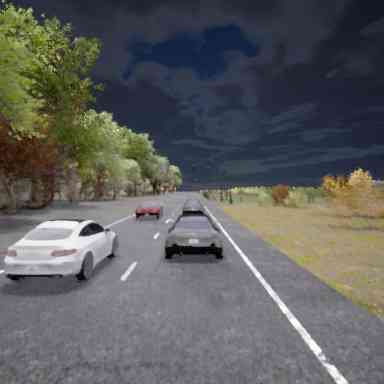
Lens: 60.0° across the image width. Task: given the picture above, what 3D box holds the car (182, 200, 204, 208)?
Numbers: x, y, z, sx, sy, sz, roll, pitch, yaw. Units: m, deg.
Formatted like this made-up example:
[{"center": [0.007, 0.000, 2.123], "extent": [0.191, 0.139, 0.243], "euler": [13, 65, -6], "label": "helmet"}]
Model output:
[{"center": [0.097, 1.399, 30.939], "extent": [1.994, 1.385, 4.181], "euler": [0, 0, 0], "label": "car"}]

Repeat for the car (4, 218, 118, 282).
[{"center": [-3.452, 1.476, 9.514], "extent": [1.812, 1.442, 4.674], "euler": [0, 0, 0], "label": "car"}]

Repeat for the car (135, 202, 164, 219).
[{"center": [-3.408, 1.455, 27.418], "extent": [1.895, 1.301, 4.718], "euler": [0, 0, 0], "label": "car"}]

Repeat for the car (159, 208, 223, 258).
[{"center": [0.069, 1.500, 12.444], "extent": [1.994, 1.385, 4.181], "euler": [0, 0, 0], "label": "car"}]
